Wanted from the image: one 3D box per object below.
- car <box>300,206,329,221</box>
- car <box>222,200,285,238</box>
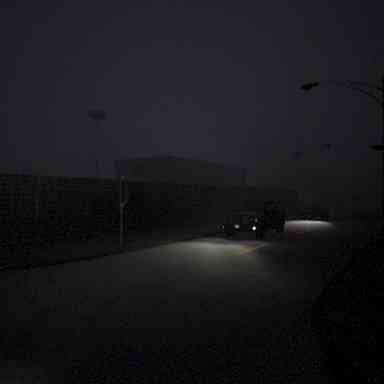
[{"bbox_3d":[11.983,2.062,32.383,1.994,1.385,4.181,-1,-1,34],"label":"car"},{"bbox_3d":[3.925,1.538,20.263,2.150,2.045,5.566,-1,-1,33],"label":"car"}]
